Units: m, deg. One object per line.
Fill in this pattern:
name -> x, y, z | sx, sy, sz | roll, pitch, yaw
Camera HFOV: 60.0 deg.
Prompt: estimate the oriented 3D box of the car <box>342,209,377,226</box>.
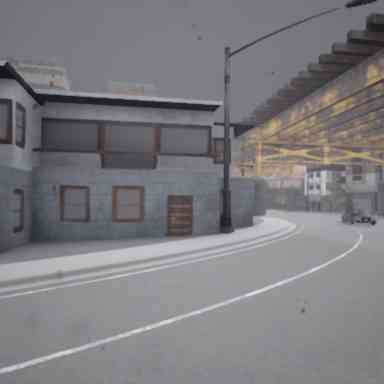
car -> 14.686, 2.200, 29.359 | 1.994, 1.385, 4.181 | 0, -2, 10
